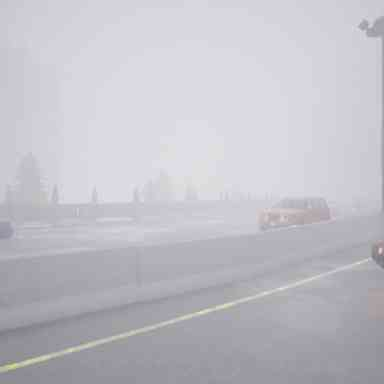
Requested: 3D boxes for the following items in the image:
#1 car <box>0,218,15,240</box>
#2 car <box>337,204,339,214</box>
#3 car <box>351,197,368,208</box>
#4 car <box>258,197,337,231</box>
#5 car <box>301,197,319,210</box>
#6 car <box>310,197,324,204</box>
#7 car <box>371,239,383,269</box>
[{"bbox_3d":[-10.292,1.564,13.966,5.008,1.535,1.882,0,0,-37],"label":"car"},{"bbox_3d":[14.218,1.637,35.114,1.882,1.535,5.008,0,0,32],"label":"car"},{"bbox_3d":[26.774,1.591,53.286,2.097,1.767,4.553,-1,-1,19],"label":"car"},{"bbox_3d":[6.000,1.298,18.943,2.150,2.045,5.566,0,0,43],"label":"car"},{"bbox_3d":[16.899,1.602,47.422,2.097,1.767,4.553,-1,-1,24],"label":"car"},{"bbox_3d":[27.781,1.884,73.972,1.882,1.535,5.008,-1,0,8],"label":"car"},{"bbox_3d":[7.241,1.622,10.083,4.718,1.301,1.895,0,0,-43],"label":"car"}]
